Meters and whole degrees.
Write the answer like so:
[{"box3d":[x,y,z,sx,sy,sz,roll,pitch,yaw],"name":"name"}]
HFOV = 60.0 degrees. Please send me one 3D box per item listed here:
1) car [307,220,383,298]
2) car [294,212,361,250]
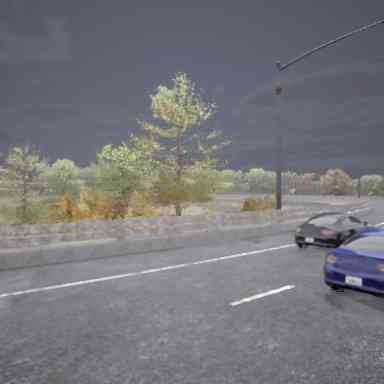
[{"box3d":[4.863,1.540,7.874,4.674,1.442,1.812,0,0,-40],"name":"car"},{"box3d":[5.915,1.554,13.501,4.674,1.442,1.812,0,0,-43],"name":"car"}]
